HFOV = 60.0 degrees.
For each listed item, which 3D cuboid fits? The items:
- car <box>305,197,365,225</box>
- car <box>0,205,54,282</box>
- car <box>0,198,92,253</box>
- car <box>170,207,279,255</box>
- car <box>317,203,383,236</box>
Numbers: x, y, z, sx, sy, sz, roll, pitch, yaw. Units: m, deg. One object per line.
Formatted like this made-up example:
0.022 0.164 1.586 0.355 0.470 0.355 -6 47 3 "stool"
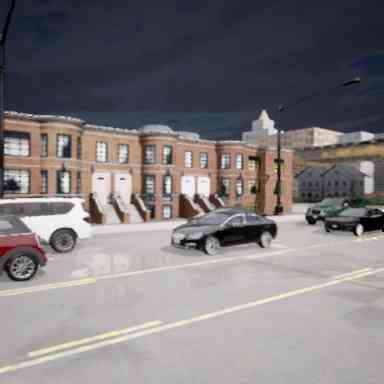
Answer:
10.756 1.386 24.520 5.566 2.045 2.150 1 0 -35 "car"
-6.132 1.349 8.203 4.553 1.767 2.097 0 0 -36 "car"
-6.547 1.234 12.220 5.566 2.045 2.150 0 0 -35 "car"
1.441 1.556 13.615 4.902 1.511 2.128 1 0 -36 "car"
9.801 1.615 19.558 5.008 1.535 1.882 1 0 -36 "car"
